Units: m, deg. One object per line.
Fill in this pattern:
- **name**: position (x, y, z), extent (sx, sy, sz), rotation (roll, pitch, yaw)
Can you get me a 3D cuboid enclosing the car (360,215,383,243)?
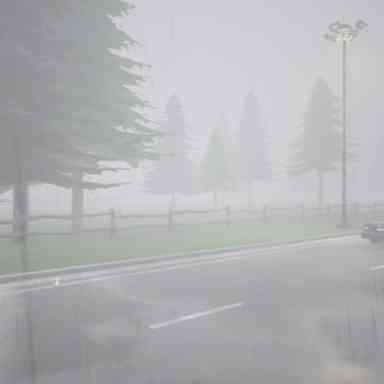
- **car**: position (9.770, 1.590, 15.023), extent (5.357, 1.411, 2.033), rotation (0, 0, -35)
